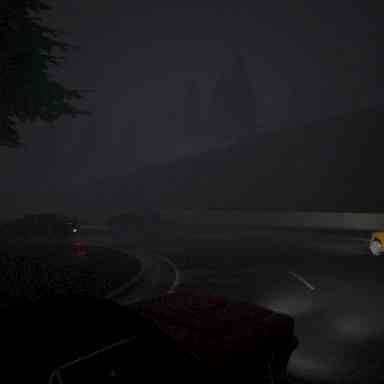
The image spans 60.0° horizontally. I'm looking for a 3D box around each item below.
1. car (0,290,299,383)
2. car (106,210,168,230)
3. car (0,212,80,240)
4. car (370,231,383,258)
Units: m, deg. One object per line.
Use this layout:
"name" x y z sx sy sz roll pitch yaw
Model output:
"car" -0.877 1.681 3.074 1.895 1.301 4.718 -1 -2 44
"car" -4.296 2.115 25.771 4.902 1.511 2.128 -1 -2 18
"car" -9.177 2.003 19.923 4.892 1.490 1.837 0 -2 12
"car" 8.142 1.730 11.322 1.882 1.535 5.008 1 -1 -3
